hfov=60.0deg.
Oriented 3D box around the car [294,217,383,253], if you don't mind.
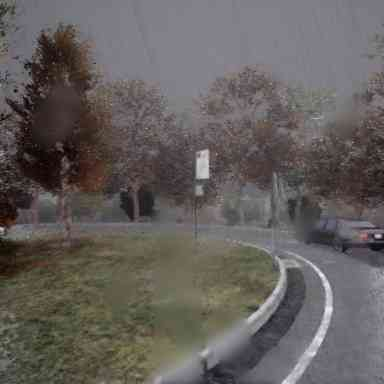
[{"bbox_3d":[6.565,1.827,14.883,2.033,1.411,5.357,0,-3,-9],"label":"car"}]
